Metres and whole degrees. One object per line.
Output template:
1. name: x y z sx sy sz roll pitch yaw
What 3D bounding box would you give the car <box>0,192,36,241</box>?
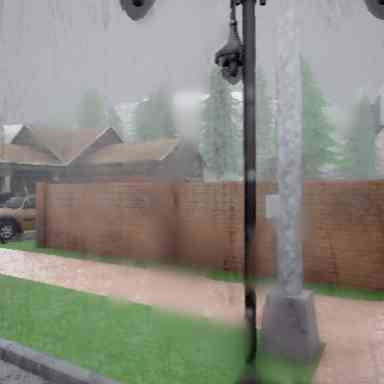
1. car: -7.250 0.966 14.725 1.932 1.855 4.605 0 1 30
